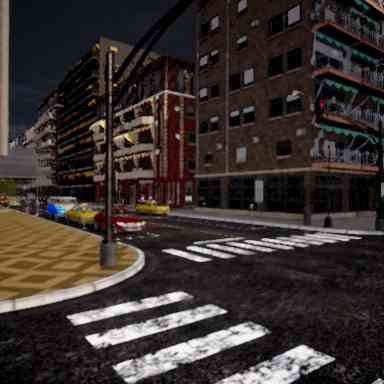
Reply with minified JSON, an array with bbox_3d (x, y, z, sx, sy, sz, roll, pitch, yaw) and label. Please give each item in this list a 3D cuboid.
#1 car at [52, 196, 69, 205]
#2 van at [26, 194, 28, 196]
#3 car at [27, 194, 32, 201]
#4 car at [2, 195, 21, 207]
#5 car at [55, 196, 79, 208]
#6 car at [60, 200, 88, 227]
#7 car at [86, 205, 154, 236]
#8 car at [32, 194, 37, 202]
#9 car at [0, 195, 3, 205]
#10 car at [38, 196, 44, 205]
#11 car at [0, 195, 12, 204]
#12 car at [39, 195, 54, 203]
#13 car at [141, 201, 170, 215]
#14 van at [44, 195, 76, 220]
[{"bbox_3d":[-23.707,1.477,59.997,1.752,1.417,4.829,0,0,-36],"label":"car"},{"bbox_3d":[-40.102,1.302,82.876,1.690,1.788,3.998,0,0,-36],"label":"van"},{"bbox_3d":[-36.902,1.482,78.410,1.752,1.417,4.829,0,0,-36],"label":"car"},{"bbox_3d":[-27.022,1.428,50.237,1.752,1.417,4.829,1,0,-36],"label":"car"},{"bbox_3d":[-17.888,1.427,47.437,1.882,1.535,5.008,0,0,-36],"label":"car"},{"bbox_3d":[-7.226,1.472,22.614,1.752,1.417,4.829,1,0,-36],"label":"car"},{"bbox_3d":[-4.027,1.539,18.149,1.802,1.307,4.206,1,0,-36],"label":"car"},{"bbox_3d":[-33.504,1.519,73.667,1.947,1.339,4.313,0,0,-36],"label":"car"},{"bbox_3d":[-30.419,1.442,54.977,1.887,1.381,4.507,1,0,-36],"label":"car"},{"bbox_3d":[-23.925,1.485,55.852,2.033,1.411,5.357,0,0,-36],"label":"car"},{"bbox_3d":[-33.717,1.335,59.580,1.967,1.590,4.097,1,0,-36],"label":"car"},{"bbox_3d":[-30.206,1.390,69.066,1.967,1.590,4.097,0,0,-36],"label":"car"},{"bbox_3d":[-3.912,1.517,32.375,1.752,1.417,4.829,1,0,-36],"label":"car"},{"bbox_3d":[-10.624,1.279,27.357,1.690,1.788,3.998,1,0,-36],"label":"van"}]
